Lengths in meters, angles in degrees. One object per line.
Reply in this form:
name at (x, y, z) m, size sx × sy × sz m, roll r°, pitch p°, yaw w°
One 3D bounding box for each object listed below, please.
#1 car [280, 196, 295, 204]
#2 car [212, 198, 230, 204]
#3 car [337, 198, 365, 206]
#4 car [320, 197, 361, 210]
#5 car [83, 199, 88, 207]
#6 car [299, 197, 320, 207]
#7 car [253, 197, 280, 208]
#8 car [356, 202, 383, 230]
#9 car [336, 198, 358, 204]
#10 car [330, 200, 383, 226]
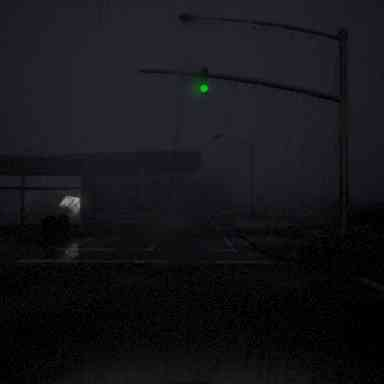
car at (23.026, 1.947, 83.869) m, size 5.566 × 2.045 × 2.150 m, roll 0°, pitch -1°, yaw 0°
car at (7.362, 2.246, 83.809) m, size 4.674 × 1.442 × 1.812 m, roll 0°, pitch -1°, yaw 0°
car at (31.107, 2.005, 64.974) m, size 4.514 × 1.523 × 2.007 m, roll 0°, pitch -1°, yaw -1°
car at (20.508, 1.794, 45.509) m, size 4.514 × 1.523 × 2.007 m, roll 0°, pitch -1°, yaw -1°
car at (-20.752, 2.152, 61.535) m, size 2.242 × 1.667 × 4.611 m, roll 0°, pitch -1°, yaw -1°
car at (21.140, 1.729, 57.972) m, size 4.605 × 1.855 × 1.932 m, roll 0°, pitch -1°, yaw -1°
car at (12.662, 1.992, 57.877) m, size 3.806 × 1.475 × 1.970 m, roll 0°, pitch -1°, yaw -1°
car at (13.003, 1.564, 20.487) m, size 4.514 × 1.523 × 2.007 m, roll 0°, pitch -1°, yaw -1°
car at (39.096, 2.237, 83.924) m, size 4.674 × 1.442 × 1.812 m, roll 0°, pitch -1°, yaw 0°
car at (12.931, 1.589, 23.623) m, size 5.027 × 1.636 × 2.152 m, roll 0°, pitch -1°, yaw -1°
